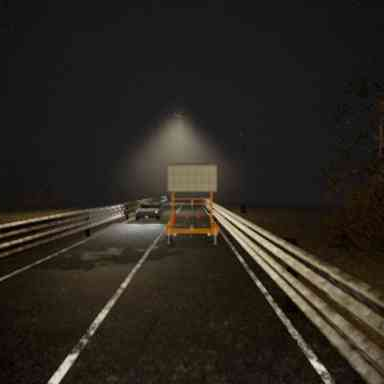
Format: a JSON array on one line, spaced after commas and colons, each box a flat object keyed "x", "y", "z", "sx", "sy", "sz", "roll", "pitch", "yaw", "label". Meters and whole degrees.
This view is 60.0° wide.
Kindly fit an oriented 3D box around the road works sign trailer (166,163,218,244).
[{"x": 0.006, "y": 0.434, "z": 15.556, "sx": 2.380, "sy": 3.560, "sz": 2.880, "roll": 0, "pitch": 0, "yaw": 0, "label": "road works sign trailer"}]

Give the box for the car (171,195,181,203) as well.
[{"x": -3.269, "y": 1.377, "z": 68.186, "sx": 2.128, "sy": 1.511, "sz": 4.902, "roll": 0, "pitch": 0, "yaw": 0, "label": "car"}]

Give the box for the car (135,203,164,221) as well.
[{"x": -3.356, "y": 1.549, "z": 26.823, "sx": 1.895, "sy": 1.301, "sz": 4.718, "roll": 0, "pitch": 0, "yaw": 0, "label": "car"}]
